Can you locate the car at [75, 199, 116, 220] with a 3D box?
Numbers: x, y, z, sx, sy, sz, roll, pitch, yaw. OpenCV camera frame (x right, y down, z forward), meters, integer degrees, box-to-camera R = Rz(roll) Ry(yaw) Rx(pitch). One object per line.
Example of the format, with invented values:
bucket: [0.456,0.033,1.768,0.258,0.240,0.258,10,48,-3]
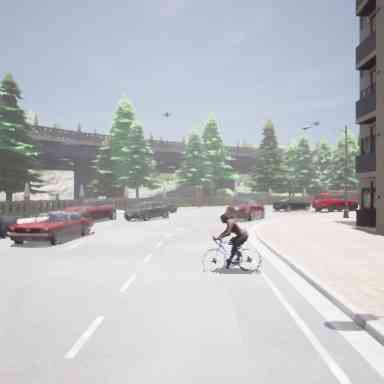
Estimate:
car: [-7.768,1.350,25.471,2.097,1.767,4.553,0,0,21]

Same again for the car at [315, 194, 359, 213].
car: [16.152,1.217,37.477,5.566,2.045,2.150,0,0,-24]

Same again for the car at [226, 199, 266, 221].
car: [4.445,1.350,27.097,2.097,1.767,4.553,0,0,29]

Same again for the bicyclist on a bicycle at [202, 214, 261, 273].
bicyclist on a bicycle: [1.089,1.439,9.247,1.656,1.620,0.582,-2,0,1]

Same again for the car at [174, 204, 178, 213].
car: [-3.357,1.562,34.530,1.994,1.385,4.181,0,0,35]

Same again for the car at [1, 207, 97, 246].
car: [-6.370,1.600,15.560,1.895,1.301,4.718,0,0,6]

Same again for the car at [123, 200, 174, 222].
car: [-3.583,1.504,26.834,1.837,1.490,4.892,0,0,25]

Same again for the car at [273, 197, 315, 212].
car: [11.663,1.476,38.924,5.008,1.535,1.882,0,0,-32]
